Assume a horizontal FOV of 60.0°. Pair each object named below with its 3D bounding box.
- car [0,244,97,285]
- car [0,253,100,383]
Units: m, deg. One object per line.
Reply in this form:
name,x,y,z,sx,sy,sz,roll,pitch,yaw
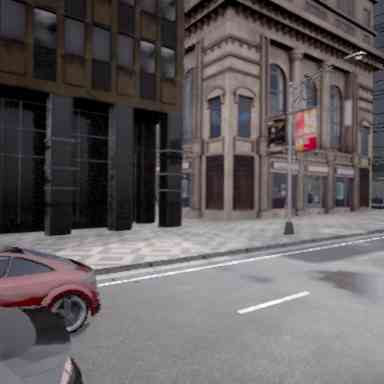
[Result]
car,-3.602,1.555,5.106,4.181,1.385,1.994,0,0,-35
car,-3.030,1.488,1.526,4.902,1.511,2.128,0,0,-35
